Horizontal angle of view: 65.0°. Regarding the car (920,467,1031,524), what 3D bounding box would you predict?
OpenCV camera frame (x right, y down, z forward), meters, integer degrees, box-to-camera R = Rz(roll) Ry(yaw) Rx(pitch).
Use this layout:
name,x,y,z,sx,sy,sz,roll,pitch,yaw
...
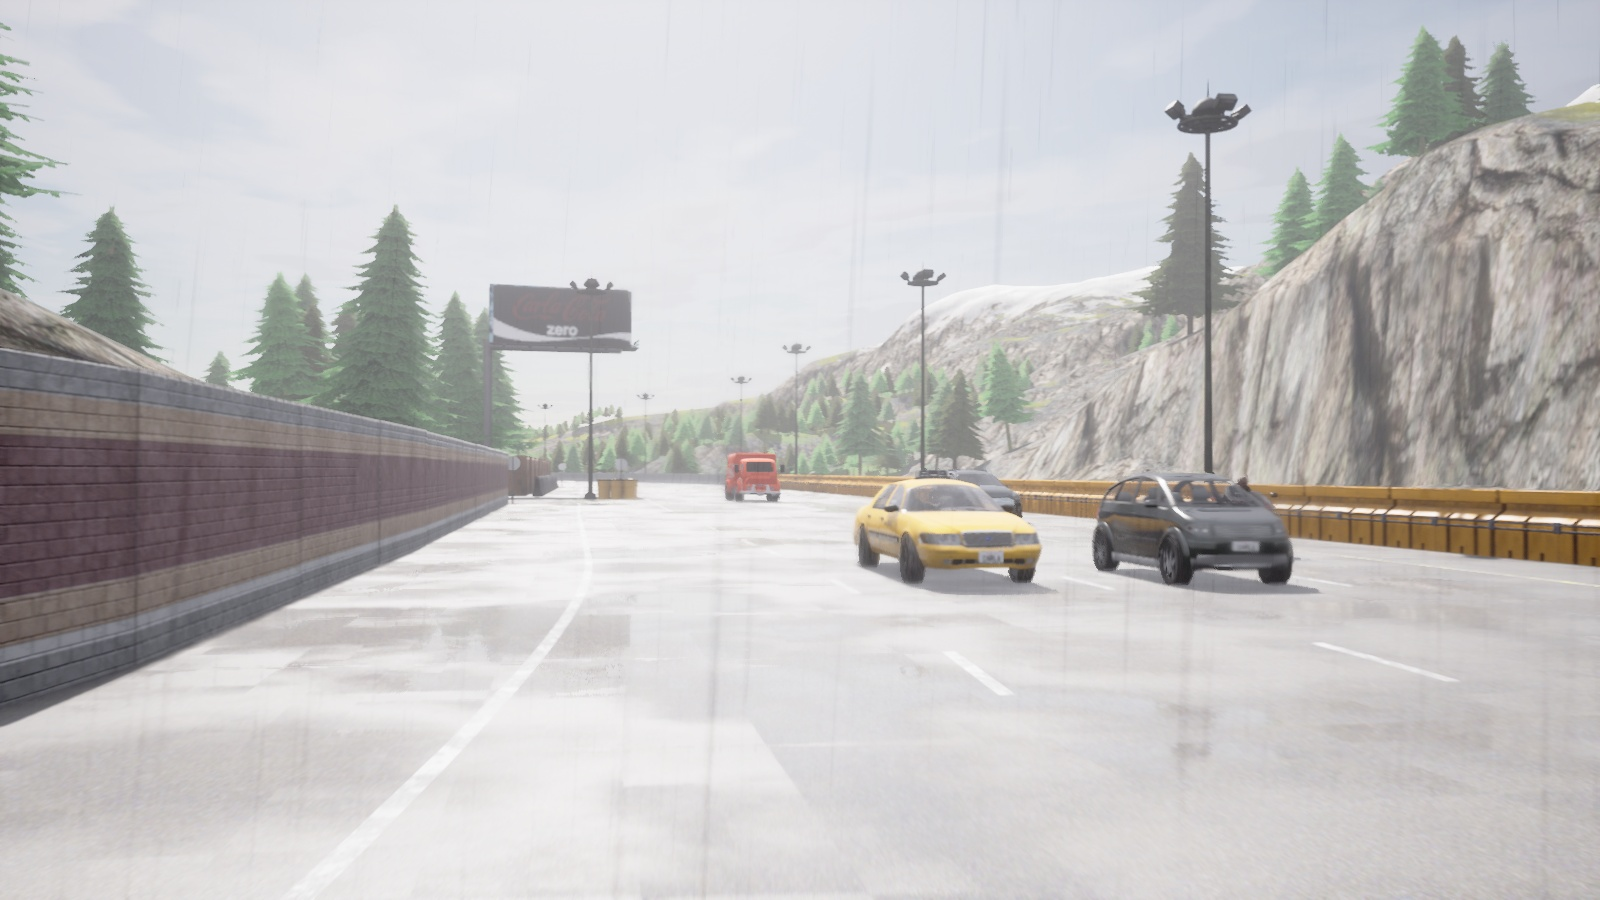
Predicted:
name,x,y,z,sx,sy,sz,roll,pitch,yaw
car,5.475,1.386,39.861,2.033,1.649,4.856,0,-1,-10

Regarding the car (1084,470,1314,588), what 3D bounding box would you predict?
name,x,y,z,sx,sy,sz,roll,pitch,yaw
car,5.711,1.077,18.466,1.789,1.549,3.705,0,-1,-8

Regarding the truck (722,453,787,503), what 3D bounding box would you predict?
name,x,y,z,sx,sy,sz,roll,pitch,yaw
truck,-2.370,1.417,64.240,2.627,2.467,5.204,0,-1,-10

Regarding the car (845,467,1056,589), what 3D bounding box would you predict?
name,x,y,z,sx,sy,sz,roll,pitch,yaw
car,2.081,1.064,19.117,1.801,1.575,5.366,0,-1,-9

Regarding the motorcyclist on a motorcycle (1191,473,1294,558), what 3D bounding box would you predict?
name,x,y,z,sx,sy,sz,roll,pitch,yaw
motorcyclist on a motorcycle,8.392,1.213,23.921,0.866,1.530,2.191,0,-1,-10
